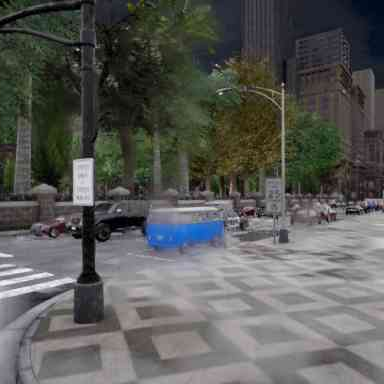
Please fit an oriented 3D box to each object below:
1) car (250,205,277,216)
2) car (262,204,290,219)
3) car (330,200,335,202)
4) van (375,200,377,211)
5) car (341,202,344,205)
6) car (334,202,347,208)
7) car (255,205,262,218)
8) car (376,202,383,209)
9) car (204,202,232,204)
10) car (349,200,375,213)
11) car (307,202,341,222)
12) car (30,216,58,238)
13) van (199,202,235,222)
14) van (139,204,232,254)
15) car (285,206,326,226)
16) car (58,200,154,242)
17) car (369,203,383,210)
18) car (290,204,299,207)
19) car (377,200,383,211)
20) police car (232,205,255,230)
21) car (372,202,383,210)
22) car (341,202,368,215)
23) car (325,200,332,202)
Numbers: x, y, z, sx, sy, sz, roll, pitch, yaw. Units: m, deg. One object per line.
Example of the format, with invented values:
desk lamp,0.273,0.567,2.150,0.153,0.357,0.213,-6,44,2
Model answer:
car,8.981,2.291,41.652,1.802,1.307,4.206,-1,-2,36
car,8.744,2.131,36.695,1.837,1.490,4.892,0,-1,36
car,28.261,2.563,68.614,2.192,1.841,5.009,-1,-2,36
van,28.774,2.368,54.677,1.690,1.788,3.998,-2,-2,36
car,31.476,2.900,73.100,1.947,1.339,4.313,-1,-2,36
car,34.690,2.985,77.593,1.947,1.339,4.313,-1,-2,36
car,5.768,2.163,37.160,1.887,1.381,4.507,-1,-2,36
car,41.630,2.920,72.642,1.887,1.381,4.507,-1,-2,36
car,1.591,1.777,26.721,2.097,1.767,4.553,0,-1,36
car,25.559,2.252,50.185,2.192,1.841,5.009,-2,-2,36
car,12.707,2.015,32.213,1.967,1.590,4.097,-2,-2,36
car,-7.085,1.836,19.189,1.802,1.307,4.206,-1,-2,36
van,2.553,1.869,32.673,1.690,1.788,3.998,-1,-2,36
van,-0.147,1.551,14.245,1.690,1.788,3.998,-2,-2,36
car,9.495,2.066,27.716,1.802,1.307,4.206,-2,-2,36
car,-4.215,1.482,18.611,2.150,2.045,5.566,0,-1,36
car,35.203,2.785,63.657,1.802,1.307,4.206,-2,-2,36
car,15.408,2.472,50.637,1.802,1.307,4.206,-1,-2,36
car,31.987,2.431,59.170,2.192,1.841,5.009,-2,-2,36
police car,1.989,1.858,21.949,2.038,1.542,4.974,0,-1,36
car,38.416,2.841,68.149,2.008,1.369,4.403,-1,-2,36
car,22.349,2.412,45.687,1.947,1.339,4.313,-2,-2,36
car,25.049,2.742,64.114,1.802,1.307,4.206,-1,-2,36
